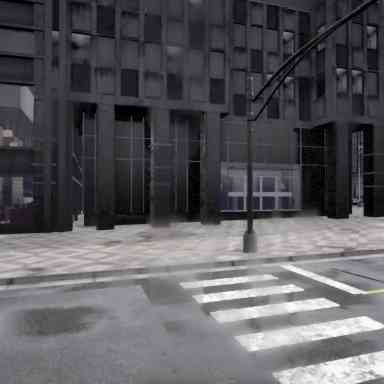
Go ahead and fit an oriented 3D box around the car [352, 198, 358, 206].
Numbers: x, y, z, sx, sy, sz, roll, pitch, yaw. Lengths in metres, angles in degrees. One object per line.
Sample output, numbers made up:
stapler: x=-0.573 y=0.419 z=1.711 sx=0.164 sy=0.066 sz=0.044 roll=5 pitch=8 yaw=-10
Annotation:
car: x=22.550 y=1.339 z=49.221 sx=1.994 sy=1.385 sz=4.181 roll=0 pitch=-1 yaw=-16
